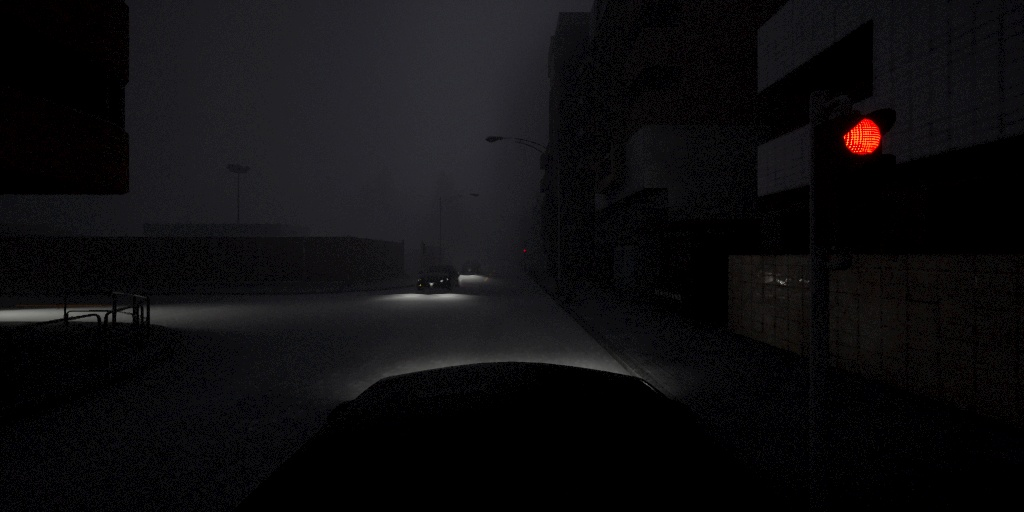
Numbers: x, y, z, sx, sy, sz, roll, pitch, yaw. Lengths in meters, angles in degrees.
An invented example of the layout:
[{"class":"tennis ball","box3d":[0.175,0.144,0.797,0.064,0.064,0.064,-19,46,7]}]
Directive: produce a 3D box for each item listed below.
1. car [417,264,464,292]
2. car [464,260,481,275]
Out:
[{"class":"car","box3d":[-4.286,1.256,21.403,1.837,1.490,4.892,0,0,-1]},{"class":"car","box3d":[-4.451,1.241,39.827,2.128,1.511,4.902,0,0,0]}]
